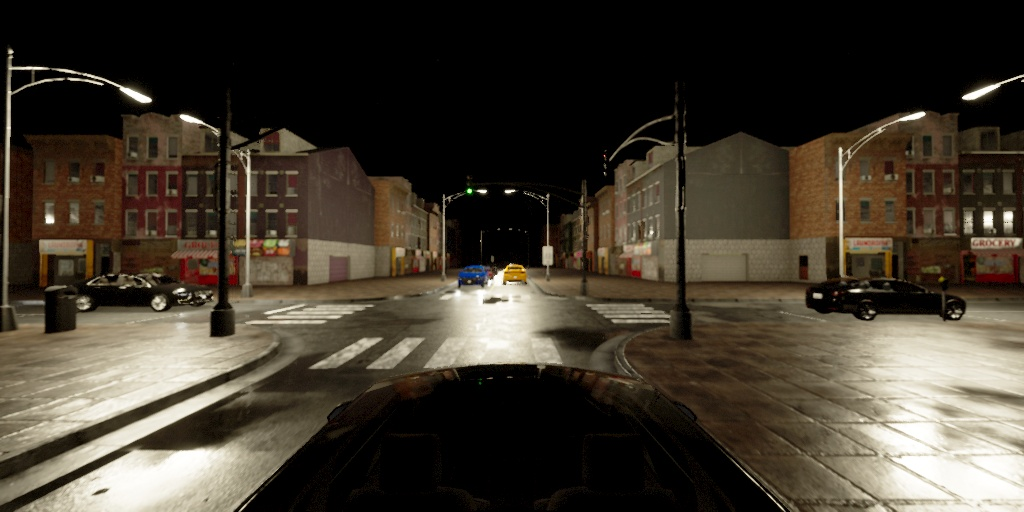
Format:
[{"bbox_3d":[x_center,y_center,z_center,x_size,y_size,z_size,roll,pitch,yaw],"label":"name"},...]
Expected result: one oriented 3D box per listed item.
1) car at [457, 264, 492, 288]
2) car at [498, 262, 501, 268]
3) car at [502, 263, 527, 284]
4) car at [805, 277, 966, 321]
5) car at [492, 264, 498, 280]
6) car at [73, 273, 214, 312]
[{"bbox_3d":[-2.825,1.497,26.795,1.882,1.535,5.008,0,-1,1],"label":"car"},{"bbox_3d":[-2.821,1.750,47.149,1.837,1.490,4.892,0,-1,0],"label":"car"},{"bbox_3d":[0.202,1.539,30.631,1.882,1.535,5.008,0,-1,-1],"label":"car"},{"bbox_3d":[12.357,1.373,12.045,4.313,1.339,1.948,0,0,0],"label":"car"},{"bbox_3d":[-2.836,1.693,36.744,1.994,1.385,4.181,0,-1,0],"label":"car"},{"bbox_3d":[-14.990,1.432,14.626,4.892,1.490,1.837,0,-1,0],"label":"car"}]
